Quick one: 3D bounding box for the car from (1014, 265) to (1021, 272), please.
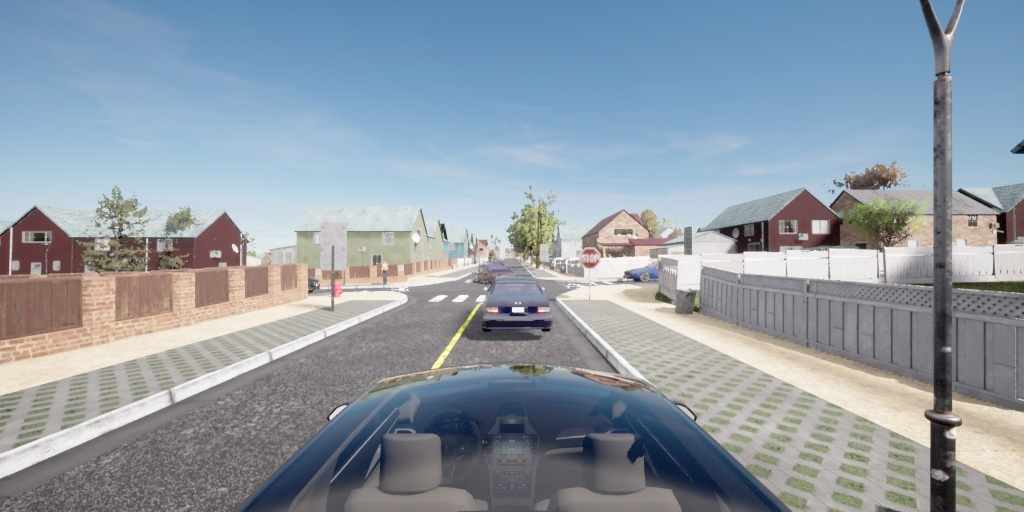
[{"bbox_3d":[34.019,0.261,21.495,4.902,1.511,2.128,-2,-1,0],"label":"car"}]

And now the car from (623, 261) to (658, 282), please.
[{"bbox_3d":[10.409,1.013,24.385,5.357,1.411,2.033,-2,-1,1],"label":"car"}]

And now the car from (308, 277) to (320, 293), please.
[{"bbox_3d":[-14.051,1.576,21.314,4.892,1.490,1.837,-2,-1,-1],"label":"car"}]

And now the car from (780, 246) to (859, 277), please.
[{"bbox_3d":[20.688,0.409,24.395,5.566,2.045,2.150,-2,-1,0],"label":"car"}]

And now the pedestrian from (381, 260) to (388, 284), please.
[{"bbox_3d":[-9.644,1.212,27.177,0.375,1.860,0.375,0,0,0],"label":"pedestrian"}]

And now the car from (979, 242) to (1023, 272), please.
[{"bbox_3d":[34.996,0.028,24.440,5.566,2.045,2.150,-1,-1,-1],"label":"car"}]

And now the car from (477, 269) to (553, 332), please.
[{"bbox_3d":[0.093,1.300,10.848,2.033,1.411,5.357,0,0,-1],"label":"car"}]

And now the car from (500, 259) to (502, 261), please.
[{"bbox_3d":[-2.726,1.241,52.463,2.128,1.511,4.902,0,0,0],"label":"car"}]

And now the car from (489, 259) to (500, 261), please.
[{"bbox_3d":[-2.769,1.315,39.886,1.994,1.385,4.181,0,0,1],"label":"car"}]

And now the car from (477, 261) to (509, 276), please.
[{"bbox_3d":[-1.223,1.320,26.413,1.994,1.385,4.181,-1,0,-21],"label":"car"}]
